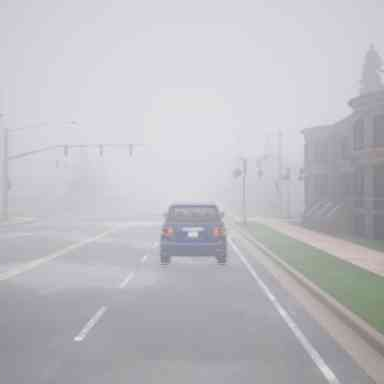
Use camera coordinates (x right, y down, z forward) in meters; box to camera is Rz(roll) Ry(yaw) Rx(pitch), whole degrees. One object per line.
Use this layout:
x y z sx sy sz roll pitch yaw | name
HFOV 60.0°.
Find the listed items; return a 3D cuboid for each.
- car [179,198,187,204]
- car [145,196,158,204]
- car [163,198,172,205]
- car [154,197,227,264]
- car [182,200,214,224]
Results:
-2.494 2.340 89.935 1.882 1.535 5.008 0 -1 1 | car
-9.581 2.157 82.805 2.097 1.767 4.553 0 -1 1 | car
-6.082 2.279 82.731 1.882 1.535 5.008 0 -1 1 | car
0.076 1.347 12.440 2.150 2.045 5.566 0 0 1 | car
0.614 1.625 28.227 2.097 1.767 4.553 0 -1 9 | car
